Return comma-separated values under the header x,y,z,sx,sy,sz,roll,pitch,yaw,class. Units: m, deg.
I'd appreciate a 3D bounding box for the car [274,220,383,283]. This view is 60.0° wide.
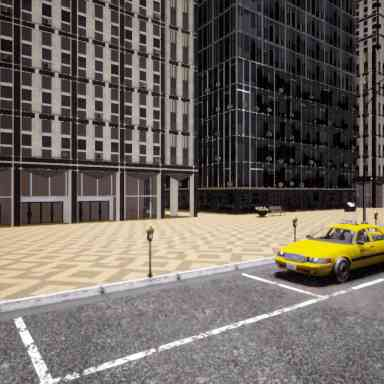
x,y,z,sx,sy,sz,roll,pitch,yaw,class
4.444,1.526,9.679,4.829,1.417,1.752,0,0,-35,car
